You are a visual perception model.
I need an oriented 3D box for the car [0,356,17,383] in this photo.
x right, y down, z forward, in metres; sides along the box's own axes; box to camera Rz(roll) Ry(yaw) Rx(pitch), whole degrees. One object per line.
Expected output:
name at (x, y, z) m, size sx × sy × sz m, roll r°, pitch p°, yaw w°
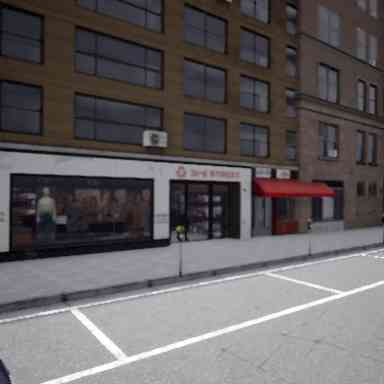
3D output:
car at (-2.937, 1.544, 1.283) m, size 4.181 × 1.385 × 1.994 m, roll 1°, pitch -1°, yaw -35°
